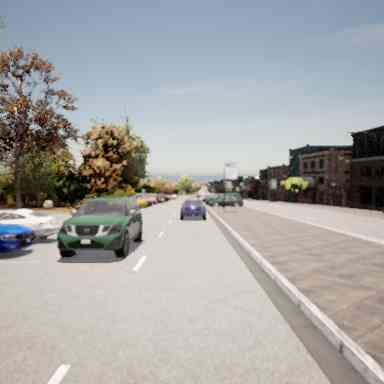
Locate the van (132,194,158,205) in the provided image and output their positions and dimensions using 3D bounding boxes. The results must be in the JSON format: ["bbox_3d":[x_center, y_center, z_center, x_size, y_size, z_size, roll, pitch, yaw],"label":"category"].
[{"bbox_3d":[-8.482,1.271,60.231,4.442,1.987,1.878,0,0,0],"label":"van"}]

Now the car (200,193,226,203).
[{"bbox_3d":[4.655,1.361,74.326,5.566,2.045,2.435,0,0,0],"label":"car"}]

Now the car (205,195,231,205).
[{"bbox_3d":[4.745,1.372,60.307,4.553,1.767,2.185,0,0,0],"label":"car"}]

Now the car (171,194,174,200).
[{"bbox_3d":[-8.402,1.491,88.083,5.566,2.045,2.435,0,-1,0],"label":"car"}]

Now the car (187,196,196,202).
[{"bbox_3d":[-0.082,1.718,82.694,2.033,1.411,5.357,0,-1,0],"label":"car"}]

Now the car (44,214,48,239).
[{"bbox_3d":[-8.337,1.497,15.040,4.674,1.452,2.002,0,0,0],"label":"car"}]

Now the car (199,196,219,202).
[{"bbox_3d":[4.463,1.742,88.336,5.366,1.575,1.946,0,-1,0],"label":"car"}]

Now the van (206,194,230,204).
[{"bbox_3d":[4.825,1.295,63.112,4.442,1.987,1.878,0,0,0],"label":"van"}]

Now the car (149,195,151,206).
[{"bbox_3d":[-8.346,1.421,43.525,5.008,1.535,2.097,0,0,0],"label":"car"}]

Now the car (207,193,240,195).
[{"bbox_3d":[4.697,1.183,49.097,5.566,2.045,2.435,0,0,0],"label":"car"}]

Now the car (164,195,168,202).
[{"bbox_3d":[-8.197,1.562,68.586,5.366,1.575,1.946,0,0,0],"label":"car"}]

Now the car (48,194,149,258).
[{"bbox_3d":[-3.281,1.204,13.089,2.150,2.045,5.566,0,0,0],"label":"car"}]

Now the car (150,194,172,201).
[{"bbox_3d":[-8.409,1.521,90.744,5.566,2.045,2.435,0,-1,0],"label":"car"}]

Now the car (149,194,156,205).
[{"bbox_3d":[-8.359,1.433,49.094,5.008,1.535,2.097,0,0,0],"label":"car"}]

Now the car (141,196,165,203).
[{"bbox_3d":[-8.383,1.588,71.372,5.008,1.535,2.097,0,0,0],"label":"car"}]

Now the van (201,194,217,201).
[{"bbox_3d":[4.751,1.583,93.945,4.442,1.987,1.878,0,-1,0],"label":"van"}]

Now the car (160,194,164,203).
[{"bbox_3d":[-8.374,1.582,65.801,4.674,1.452,2.002,0,0,0],"label":"car"}]

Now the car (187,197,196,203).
[{"bbox_3d":[-0.057,1.714,72.697,1.895,1.301,4.718,0,0,0],"label":"car"}]

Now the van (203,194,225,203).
[{"bbox_3d":[4.581,1.341,68.719,4.442,1.987,1.878,0,0,0],"label":"van"}]

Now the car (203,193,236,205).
[{"bbox_3d":[4.689,1.227,57.507,5.566,2.045,2.435,0,0,0],"label":"car"}]

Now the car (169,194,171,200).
[{"bbox_3d":[-8.382,1.406,79.727,5.566,2.045,2.435,0,0,0],"label":"car"}]

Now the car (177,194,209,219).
[{"bbox_3d":[0.089,1.310,28.582,2.097,1.767,4.553,0,0,0],"label":"car"}]

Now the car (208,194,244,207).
[{"bbox_3d":[4.733,1.428,46.296,4.892,1.521,2.231,0,0,0],"label":"car"}]

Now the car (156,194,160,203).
[{"bbox_3d":[-8.331,1.351,57.450,4.553,1.767,2.185,0,0,0],"label":"car"}]

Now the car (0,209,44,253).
[{"bbox_3d":[-8.344,1.461,11.891,5.008,1.535,2.097,0,0,0],"label":"car"}]
